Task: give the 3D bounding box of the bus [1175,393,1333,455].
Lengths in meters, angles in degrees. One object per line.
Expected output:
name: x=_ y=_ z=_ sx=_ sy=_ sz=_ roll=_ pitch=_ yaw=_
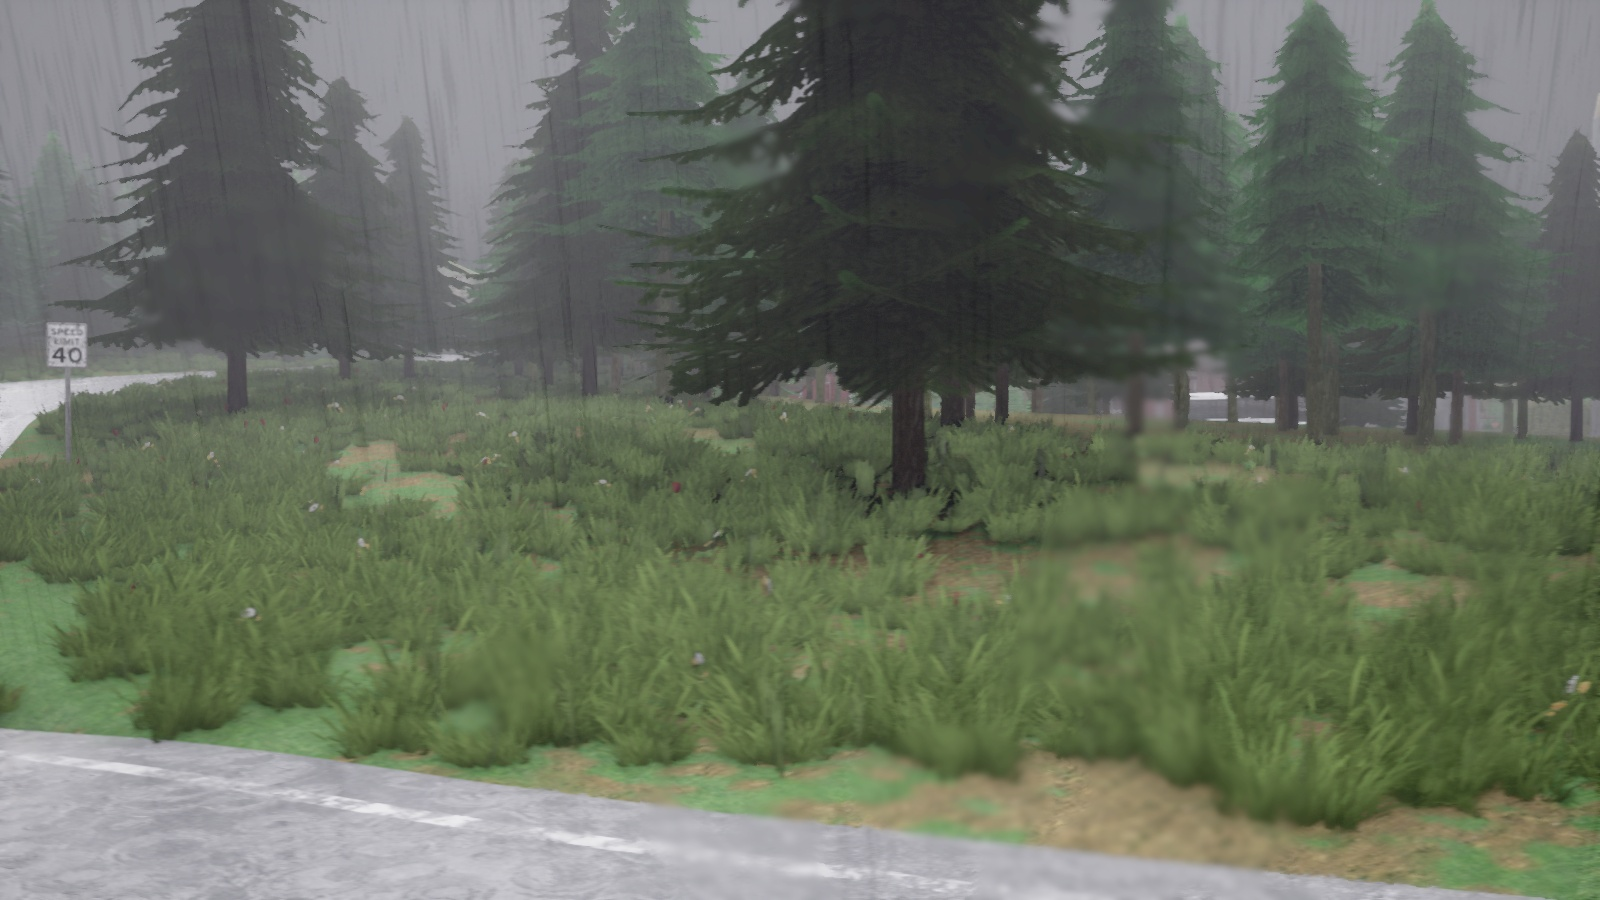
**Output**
bus: x=32.769 y=-1.878 z=91.174 sx=3.944 sy=4.253 sz=10.273 roll=0 pitch=1 yaw=-37
